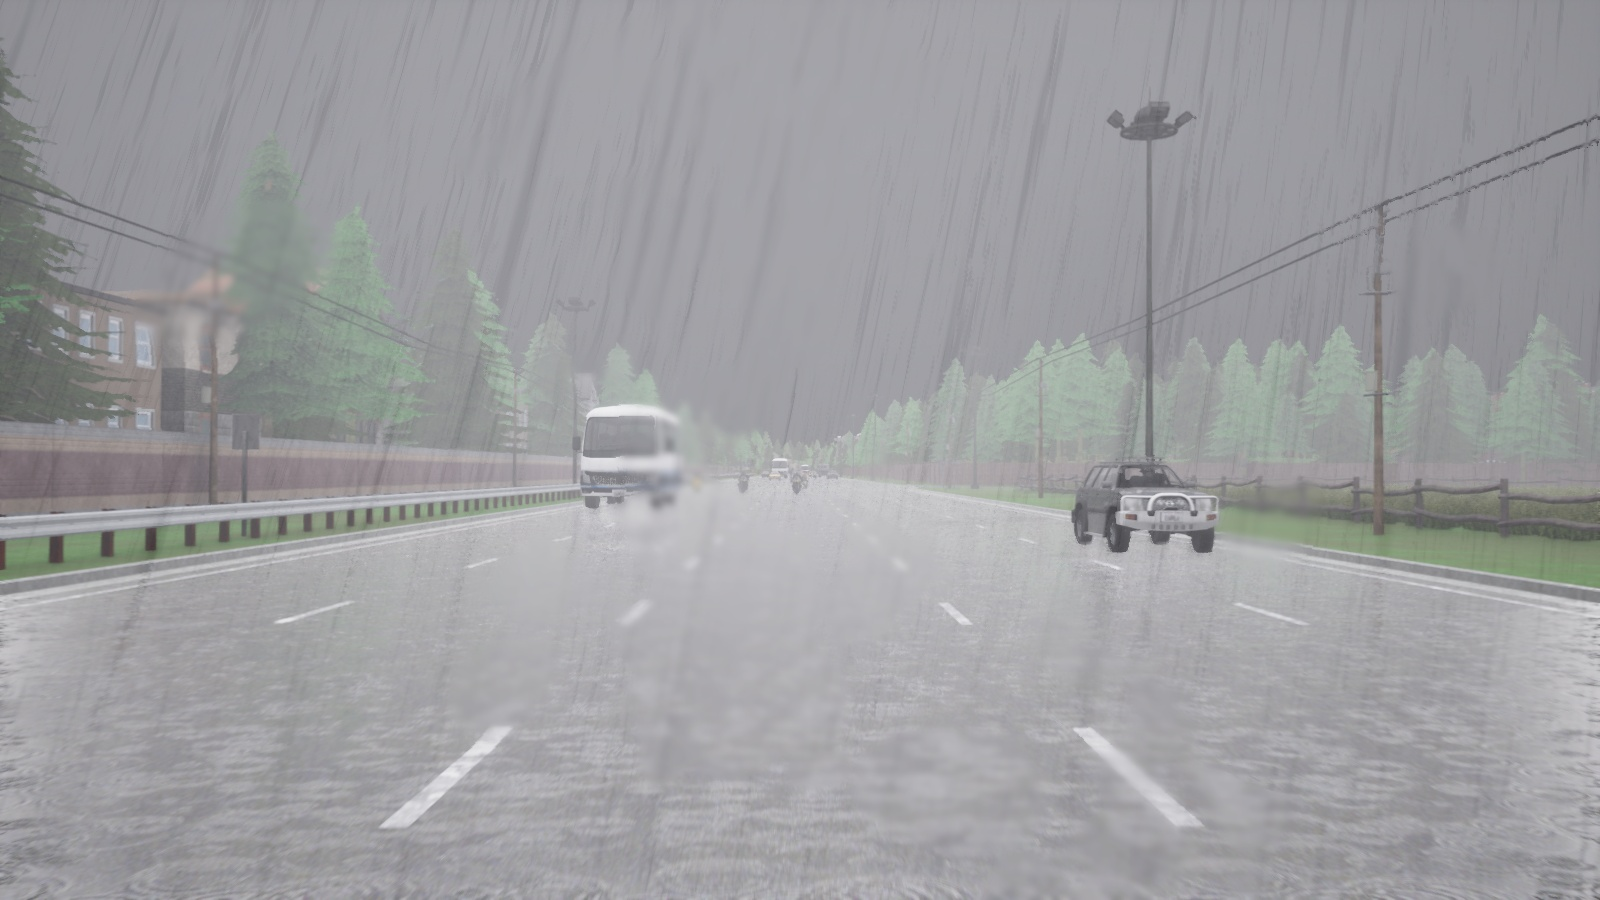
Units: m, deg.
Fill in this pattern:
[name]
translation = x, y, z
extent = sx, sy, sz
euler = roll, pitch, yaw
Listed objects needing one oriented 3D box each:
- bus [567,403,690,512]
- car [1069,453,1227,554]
[bus]
translation = -7.135, 0.372, 54.101
extent = 3.944, 4.253, 10.273
euler = 0, -1, 0
[car]
translation = 6.938, 1.031, 25.562
extent = 1.932, 1.855, 4.605
euler = 0, -1, 0
